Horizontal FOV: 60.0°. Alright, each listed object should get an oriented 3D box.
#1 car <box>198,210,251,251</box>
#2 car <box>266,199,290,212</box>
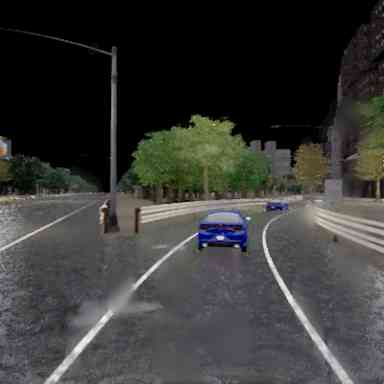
[{"bbox_3d":[1.475,1.506,14.385,1.882,1.535,5.008,0,0,11],"label":"car"},{"bbox_3d":[10.257,1.536,39.432,1.882,1.535,5.008,0,0,28],"label":"car"}]
